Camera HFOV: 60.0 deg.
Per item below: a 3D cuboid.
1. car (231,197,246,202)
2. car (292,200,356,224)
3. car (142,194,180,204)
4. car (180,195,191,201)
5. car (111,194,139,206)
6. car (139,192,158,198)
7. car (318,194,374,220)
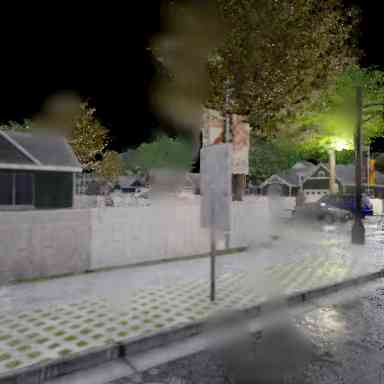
[{"bbox_3d":[3.395,1.173,26.943,2.097,1.767,4.553,1,0,-34],"label":"car"},{"bbox_3d":[9.318,1.464,24.012,1.994,1.385,4.181,1,0,-34],"label":"car"},{"bbox_3d":[-4.153,1.288,43.821,2.033,1.411,5.357,1,0,-34],"label":"car"},{"bbox_3d":[-2.060,1.260,52.508,1.882,1.535,5.008,1,0,-34],"label":"car"},{"bbox_3d":[-9.548,1.018,46.020,2.097,1.767,4.553,1,0,-34],"label":"car"},{"bbox_3d":[-7.989,0.932,61.145,2.150,2.045,5.566,1,0,-34],"label":"car"},{"bbox_3d":[11.666,1.160,27.031,2.150,2.045,5.566,1,0,-37],"label":"car"}]
